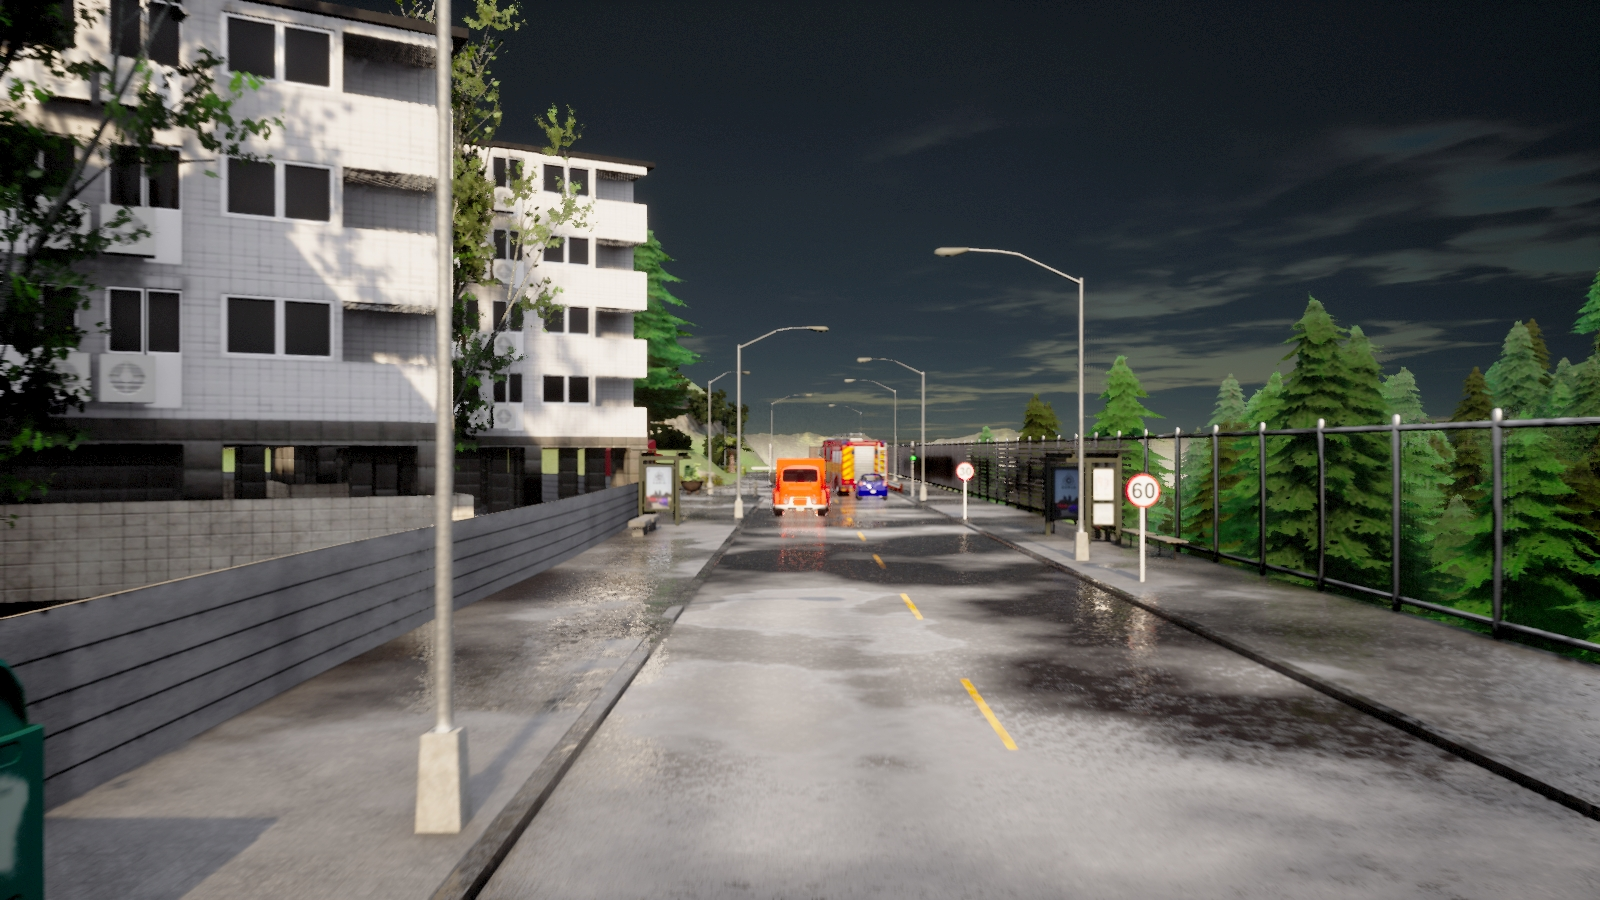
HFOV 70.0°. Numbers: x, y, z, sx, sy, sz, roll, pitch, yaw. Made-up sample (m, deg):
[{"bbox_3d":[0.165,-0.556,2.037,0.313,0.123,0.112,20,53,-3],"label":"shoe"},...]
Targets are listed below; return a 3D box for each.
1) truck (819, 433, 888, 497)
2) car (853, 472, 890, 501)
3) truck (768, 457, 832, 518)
[{"bbox_3d":[3.247,0.891,72.093,2.891,3.827,8.468,0,0,-8],"label":"truck"},{"bbox_3d":[3.998,2.038,64.359,1.845,1.501,3.633,0,0,0],"label":"car"},{"bbox_3d":[0.035,1.568,49.350,2.627,2.467,5.204,0,0,1],"label":"truck"}]
